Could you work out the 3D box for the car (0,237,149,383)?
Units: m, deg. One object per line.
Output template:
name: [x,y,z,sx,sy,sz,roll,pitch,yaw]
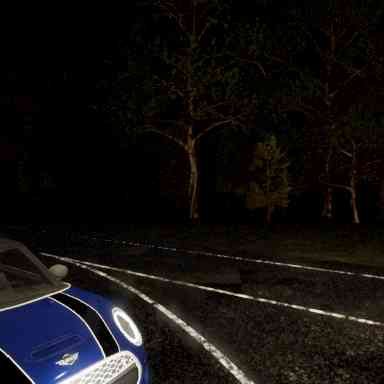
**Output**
car: [-2.645,1.338,3.762,4.553,1.767,2.097,1,0,35]
